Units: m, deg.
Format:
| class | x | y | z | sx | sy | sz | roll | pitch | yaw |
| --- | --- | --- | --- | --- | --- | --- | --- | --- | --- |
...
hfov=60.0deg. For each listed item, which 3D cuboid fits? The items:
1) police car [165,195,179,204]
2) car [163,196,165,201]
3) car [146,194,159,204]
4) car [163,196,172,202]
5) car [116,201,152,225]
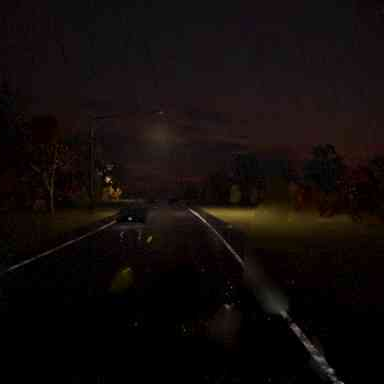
| class | x | y | z | sx | sy | sz | roll | pitch | yaw |
| --- | --- | --- | --- | --- | --- | --- | --- | --- | --- |
| police car | -3.827 | 1.538 | 68.723 | 1.930 | 1.638 | 5.238 | 0 | 0 | -8 |
| car | -5.307 | 1.599 | 78.558 | 1.882 | 1.535 | 5.008 | 0 | 0 | -9 |
| car | -8.015 | 1.588 | 65.659 | 1.882 | 1.535 | 5.008 | 0 | 0 | -7 |
| car | -6.301 | 1.648 | 84.510 | 1.812 | 1.442 | 4.674 | 0 | 0 | -10 |
| car | -4.295 | 1.618 | 24.576 | 1.994 | 1.385 | 4.181 | 0 | 0 | -3 |
